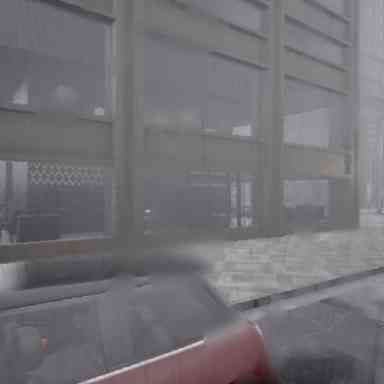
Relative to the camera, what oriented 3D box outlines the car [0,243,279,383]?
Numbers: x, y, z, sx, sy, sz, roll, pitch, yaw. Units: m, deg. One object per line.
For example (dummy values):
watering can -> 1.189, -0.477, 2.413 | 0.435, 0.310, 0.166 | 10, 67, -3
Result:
car -> -1.524, 1.352, 2.291 | 4.553, 1.767, 2.097 | 1, 0, -35
